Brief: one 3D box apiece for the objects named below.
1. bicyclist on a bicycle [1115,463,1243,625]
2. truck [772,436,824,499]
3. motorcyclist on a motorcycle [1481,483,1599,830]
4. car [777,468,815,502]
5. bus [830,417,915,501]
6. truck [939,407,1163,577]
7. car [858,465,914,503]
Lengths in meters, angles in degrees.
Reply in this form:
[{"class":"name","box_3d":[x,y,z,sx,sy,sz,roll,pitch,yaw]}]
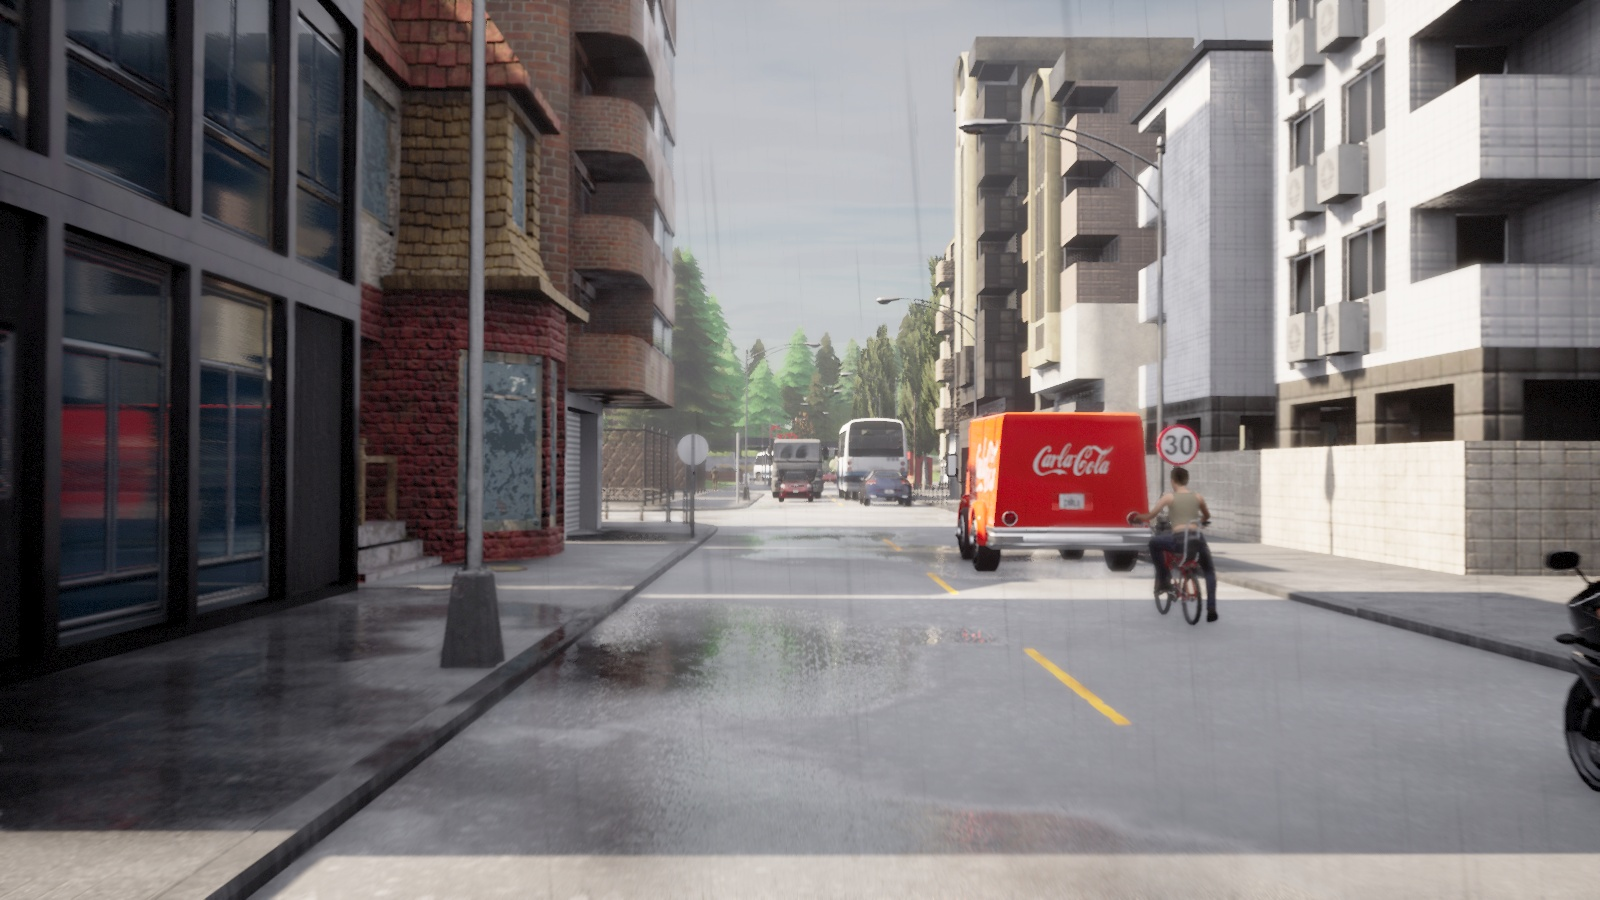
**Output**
[{"class":"bicyclist on a bicycle","box_3d":[3.975,0.951,13.298,0.866,1.612,1.509,0,-1,-1]},{"class":"truck","box_3d":[-0.199,1.031,73.504,2.891,3.462,7.936,0,-1,-1]},{"class":"motorcyclist on a motorcycle","box_3d":[3.986,0.922,5.437,0.866,1.530,2.191,0,-1,0]},{"class":"car","box_3d":[-0.180,1.746,63.372,1.851,1.617,3.988,0,-1,0]},{"class":"bus","box_3d":[3.800,0.548,69.050,3.944,4.253,10.273,0,-1,-1]},{"class":"truck","box_3d":[3.958,0.653,20.946,2.627,2.467,5.204,0,-1,-1]},{"class":"car","box_3d":[3.863,1.510,57.217,2.152,1.651,5.027,0,-1,-1]}]
